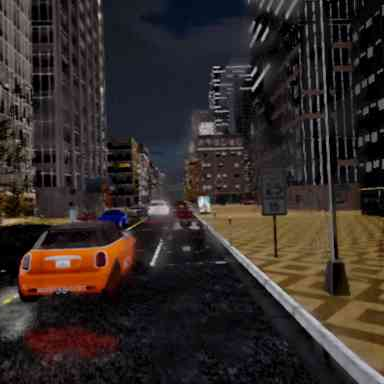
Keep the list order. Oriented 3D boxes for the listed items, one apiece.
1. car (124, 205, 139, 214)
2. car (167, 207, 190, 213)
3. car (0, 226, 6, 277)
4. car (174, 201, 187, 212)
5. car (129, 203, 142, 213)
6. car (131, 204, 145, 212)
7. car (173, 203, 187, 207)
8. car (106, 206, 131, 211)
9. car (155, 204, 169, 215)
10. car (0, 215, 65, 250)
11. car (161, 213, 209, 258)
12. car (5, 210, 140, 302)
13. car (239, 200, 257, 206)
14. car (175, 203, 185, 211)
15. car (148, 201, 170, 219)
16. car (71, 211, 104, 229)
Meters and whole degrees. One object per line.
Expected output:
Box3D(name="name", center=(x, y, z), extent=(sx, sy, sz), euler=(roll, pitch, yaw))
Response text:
Box3D(name="car", center=(-10.426, 2.987, 57.565), extent=(1.752, 1.417, 4.829), euler=(-1, -1, -2))
Box3D(name="car", center=(-0.727, 2.038, 24.752), extent=(1.802, 1.307, 4.206), euler=(-1, -1, -2))
Box3D(name="car", center=(-5.995, 1.860, 11.461), extent=(1.882, 1.535, 5.008), euler=(-2, -1, -2))
Box3D(name="car", center=(-2.071, 2.484, 58.079), extent=(2.192, 1.841, 5.009), euler=(-1, -1, -2))
Box3D(name="car", center=(-10.657, 3.025, 63.291), extent=(1.967, 1.590, 4.097), euler=(-1, -1, -2))
Box3D(name="car", center=(-7.219, 2.322, 44.216), extent=(2.128, 1.511, 4.902), euler=(-2, -1, -2))
Box3D(name="car", center=(-1.174, 2.238, 35.860), extent=(1.887, 1.381, 4.507), euler=(-1, -1, -2))
Box3D(name="car", center=(-6.652, 2.212, 27.961), extent=(1.882, 1.535, 5.008), euler=(-2, -1, -2))
Box3D(name="car", center=(-4.449, 2.576, 50.204), extent=(1.882, 1.535, 5.008), euler=(-2, -1, -2))
Box3D(name="car", center=(-8.867, 2.156, 18.687), extent=(1.752, 1.417, 4.829), euler=(-1, -1, -2))
Box3D(name="car", center=(-0.283, 1.770, 13.645), extent=(2.008, 1.369, 4.403), euler=(-1, -1, -2))
Box3D(name="car", center=(-2.807, 1.573, 9.138), extent=(2.097, 1.767, 4.553), euler=(-2, -1, -2))
Box3D(name="car", center=(14.853, 2.923, 89.066), extent=(4.097, 1.590, 1.967), euler=(-1, -3, -3))
Box3D(name="car", center=(-2.287, 2.832, 63.629), extent=(1.887, 1.381, 4.507), euler=(-1, -1, -2))
Box3D(name="car", center=(-3.993, 2.098, 39.919), extent=(2.150, 2.045, 5.566), euler=(-2, -1, -2))
Box3D(name="car", center=(-9.319, 2.454, 29.964), extent=(1.802, 1.307, 4.206), euler=(-1, -1, -2))
